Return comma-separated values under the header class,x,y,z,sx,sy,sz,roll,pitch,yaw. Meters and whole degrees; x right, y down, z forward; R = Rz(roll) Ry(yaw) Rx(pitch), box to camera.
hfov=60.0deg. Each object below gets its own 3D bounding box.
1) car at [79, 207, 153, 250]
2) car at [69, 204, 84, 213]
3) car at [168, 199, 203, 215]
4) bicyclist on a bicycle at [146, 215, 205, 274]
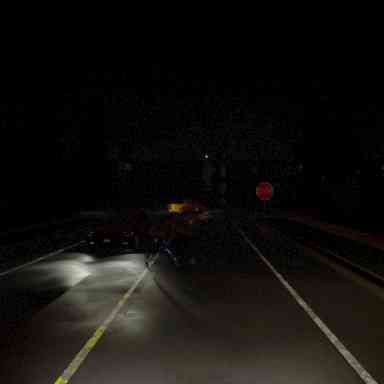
class,x,y,z,sx,sy,sz,roll,pitch,yaw
car,-2.962,1.478,14.535,1.882,1.535,5.008,0,0,3
car,-14.182,1.579,36.037,4.718,1.301,1.895,0,0,2
car,-0.750,1.467,34.066,1.882,1.535,5.008,1,0,-28
bicyclist on a bicycle,-0.469,1.452,9.126,1.656,1.620,0.582,-1,0,3
